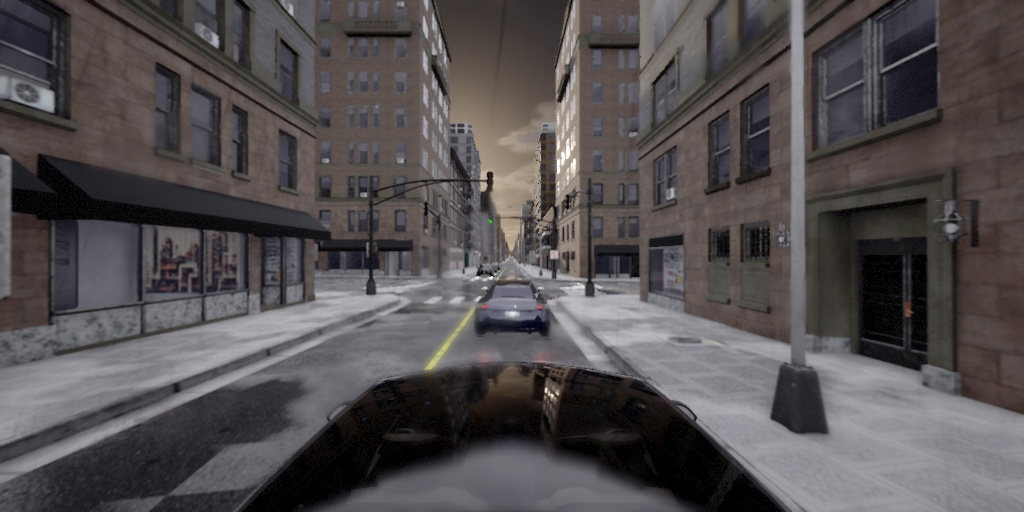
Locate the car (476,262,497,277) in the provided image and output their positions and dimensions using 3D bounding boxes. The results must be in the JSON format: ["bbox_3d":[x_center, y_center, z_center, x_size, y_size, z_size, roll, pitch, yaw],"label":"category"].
[{"bbox_3d":[-3.102,1.630,42.356,1.837,1.490,4.892,0,-1,0],"label":"car"}]

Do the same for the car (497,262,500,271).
[{"bbox_3d":[-3.104,1.770,52.178,2.033,1.411,5.357,0,-1,0],"label":"car"}]

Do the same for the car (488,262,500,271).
[{"bbox_3d":[-3.068,1.804,62.587,1.882,1.535,5.008,0,-1,0],"label":"car"}]

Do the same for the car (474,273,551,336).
[{"bbox_3d":[0.024,1.388,10.653,1.994,1.385,4.181,0,0,0],"label":"car"}]
